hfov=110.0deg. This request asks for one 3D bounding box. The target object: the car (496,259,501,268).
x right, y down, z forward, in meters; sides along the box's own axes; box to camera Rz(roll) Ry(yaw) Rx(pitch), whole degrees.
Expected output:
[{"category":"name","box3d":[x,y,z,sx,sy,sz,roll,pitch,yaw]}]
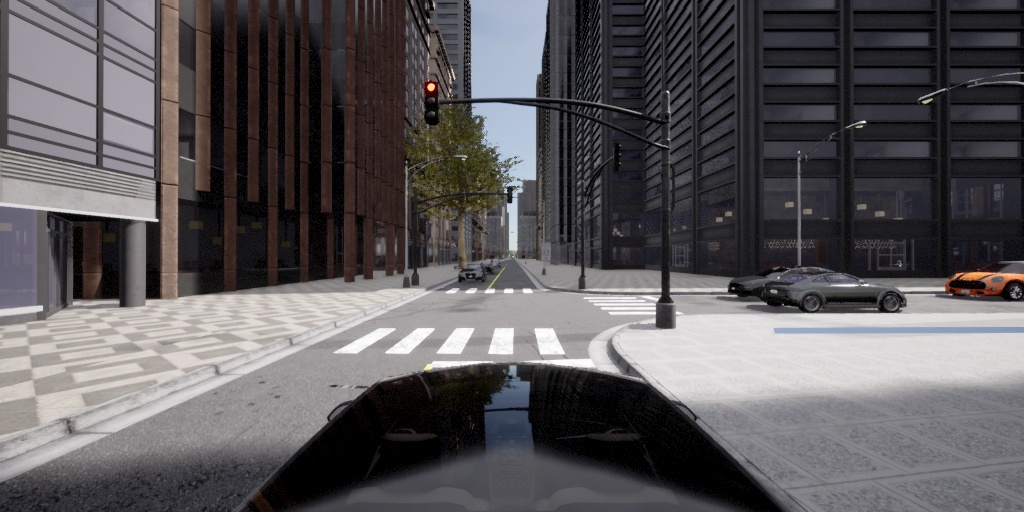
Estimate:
[{"category":"car","box3d":[-2.836,1.305,61.243,2.128,1.511,4.902,0,0,1]}]

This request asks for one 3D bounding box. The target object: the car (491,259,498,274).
[{"category":"car","box3d":[-2.983,1.364,40.478,1.895,1.301,4.718,0,0,0]}]

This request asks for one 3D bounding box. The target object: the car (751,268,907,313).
[{"category":"car","box3d":[11.558,1.256,13.077,4.181,1.385,1.994,0,0,0]}]

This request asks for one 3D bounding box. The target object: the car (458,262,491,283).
[{"category":"car","box3d":[-3.021,1.317,28.177,1.994,1.385,4.181,0,0,0]}]

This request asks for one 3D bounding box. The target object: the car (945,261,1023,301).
[{"category":"car","box3d":[22.698,1.016,16.171,4.553,1.767,2.097,0,0,0]}]

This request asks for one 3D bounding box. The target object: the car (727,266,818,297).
[{"category":"car","box3d":[12.415,1.206,16.177,4.892,1.490,1.837,0,0,0]}]
